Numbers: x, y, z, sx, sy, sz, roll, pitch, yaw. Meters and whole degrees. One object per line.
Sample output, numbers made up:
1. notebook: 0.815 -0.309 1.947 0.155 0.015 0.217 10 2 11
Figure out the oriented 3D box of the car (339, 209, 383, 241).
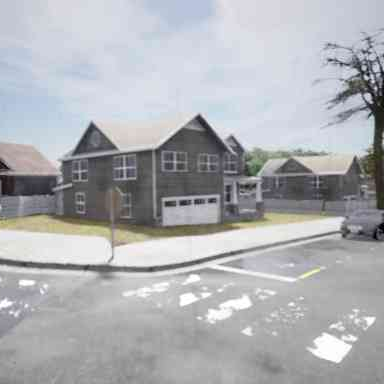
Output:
1. car: 9.839 1.736 18.513 2.128 1.511 4.902 0 0 43
